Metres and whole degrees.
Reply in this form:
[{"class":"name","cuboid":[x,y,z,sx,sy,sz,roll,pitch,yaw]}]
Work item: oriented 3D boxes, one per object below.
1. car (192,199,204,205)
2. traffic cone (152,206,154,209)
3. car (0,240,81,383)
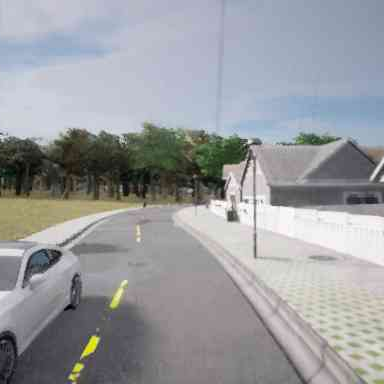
[{"class":"car","cuboid":[1.407,2.432,77.784,1.994,1.385,4.181,-1,-1,21]},{"class":"traffic cone","cuboid":[-6.458,2.477,55.223,0.340,0.580,0.340,0,-1,8]},{"class":"car","cuboid":[-3.102,1.574,5.215,1.812,1.442,4.674,0,0,-3]}]
